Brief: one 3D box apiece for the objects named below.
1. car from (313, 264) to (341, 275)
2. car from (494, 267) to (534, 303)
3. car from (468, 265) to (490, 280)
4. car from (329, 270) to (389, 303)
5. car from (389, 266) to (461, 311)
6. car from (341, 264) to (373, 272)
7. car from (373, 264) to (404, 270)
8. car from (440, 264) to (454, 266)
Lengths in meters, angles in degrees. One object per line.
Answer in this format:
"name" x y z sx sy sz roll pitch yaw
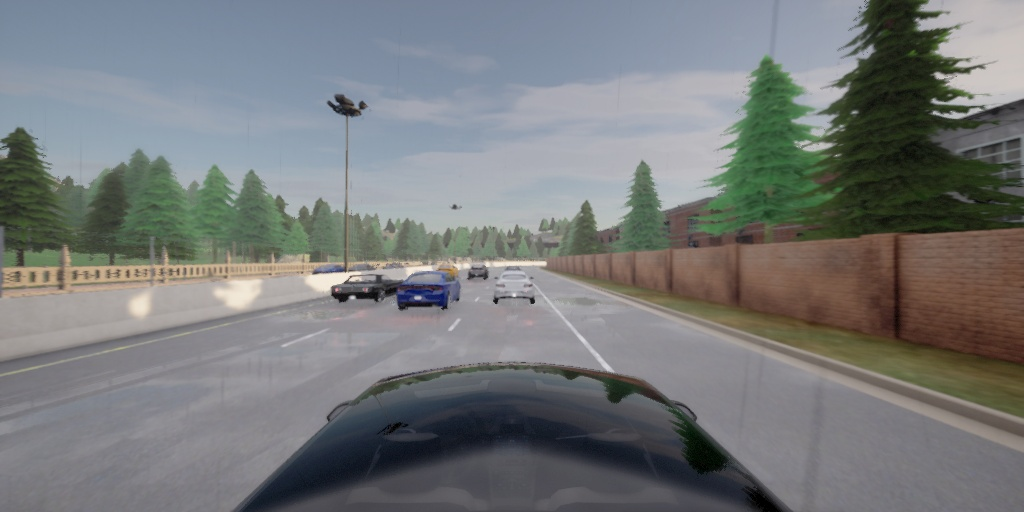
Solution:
"car" -21.073 1.667 41.610 1.882 1.535 5.008 0 -1 0
"car" 0.101 1.452 17.727 1.812 1.442 4.674 0 0 0
"car" -3.392 1.631 36.951 2.128 1.511 4.902 0 -1 0
"car" -6.897 1.527 17.733 1.895 1.301 4.718 0 -1 0
"car" -3.398 1.379 15.429 1.882 1.535 5.008 0 0 0
"car" -17.573 1.699 41.906 1.837 1.490 4.892 0 -1 0
"car" -14.073 1.688 42.172 2.128 1.511 4.902 0 -1 0
"car" -6.893 1.631 38.257 1.882 1.535 5.008 0 0 0
